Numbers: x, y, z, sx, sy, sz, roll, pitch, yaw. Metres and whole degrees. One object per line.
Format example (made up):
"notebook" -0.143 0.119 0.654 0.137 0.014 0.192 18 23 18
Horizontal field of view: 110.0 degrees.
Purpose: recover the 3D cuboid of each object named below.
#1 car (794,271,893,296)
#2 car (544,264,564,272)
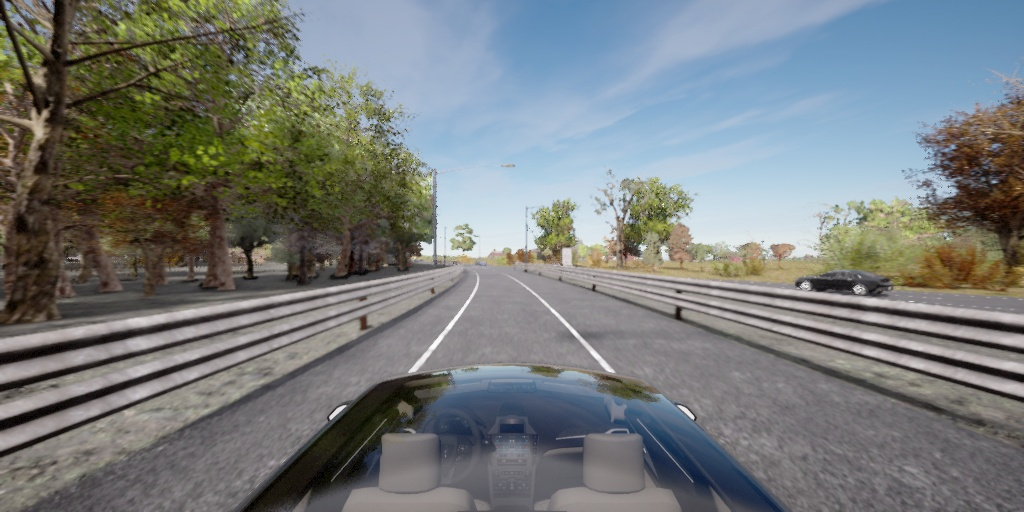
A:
"car" 21.466 1.689 23.506 1.837 1.490 4.892 0 0 -23
"car" 6.812 1.914 58.565 1.994 1.385 4.181 0 0 -23
